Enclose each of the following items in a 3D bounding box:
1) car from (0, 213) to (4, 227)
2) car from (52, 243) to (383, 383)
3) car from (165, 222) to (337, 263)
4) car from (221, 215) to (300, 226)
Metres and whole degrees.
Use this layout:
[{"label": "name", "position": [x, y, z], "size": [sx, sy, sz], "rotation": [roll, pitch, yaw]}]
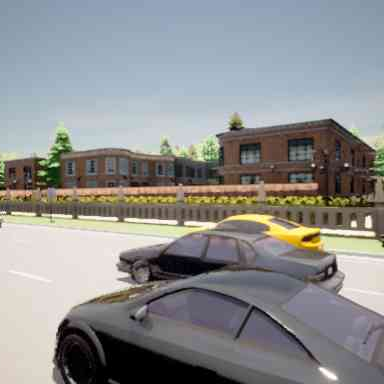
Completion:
[{"label": "car", "position": [-14.955, 1.740, 23.234], "size": [4.674, 1.442, 1.812], "rotation": [-1, 0, 35]}, {"label": "car", "position": [0.300, 1.579, 3.776], "size": [4.181, 1.385, 1.994], "rotation": [-1, 0, 35]}, {"label": "car", "position": [0.607, 1.580, 7.856], "size": [5.357, 1.411, 2.033], "rotation": [-1, 0, 35]}, {"label": "car", "position": [1.787, 1.519, 11.314], "size": [5.008, 1.535, 1.882], "rotation": [-1, 0, 35]}]
